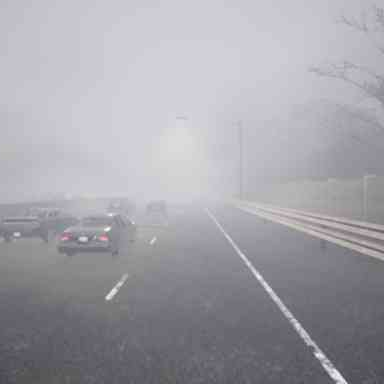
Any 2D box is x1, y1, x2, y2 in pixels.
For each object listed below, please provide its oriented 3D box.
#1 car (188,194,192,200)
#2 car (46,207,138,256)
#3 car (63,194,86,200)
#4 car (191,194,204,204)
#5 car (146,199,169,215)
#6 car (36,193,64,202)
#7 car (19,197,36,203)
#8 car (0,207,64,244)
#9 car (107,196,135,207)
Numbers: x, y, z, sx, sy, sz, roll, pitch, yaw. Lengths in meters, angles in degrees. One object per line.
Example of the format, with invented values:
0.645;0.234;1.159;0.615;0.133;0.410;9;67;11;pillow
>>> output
0.004;1.216;80.294;2.033;1.411;5.357;0;0;0;car
-3.399;1.513;12.902;2.033;1.411;5.357;0;0;0;car
-17.558;1.389;51.086;1.837;1.490;4.892;0;0;0;car
1.228;1.402;60.781;1.812;1.442;4.674;0;0;0;car
-3.398;1.413;32.912;2.128;1.511;4.902;0;0;0;car
-21.053;1.105;50.718;2.150;2.045;5.566;0;0;0;car
-24.553;1.449;50.629;1.994;1.385;4.181;0;0;0;car
-6.900;1.451;15.545;2.128;1.511;4.902;0;0;0;car
-6.903;1.274;32.667;2.097;1.767;4.553;0;0;0;car
